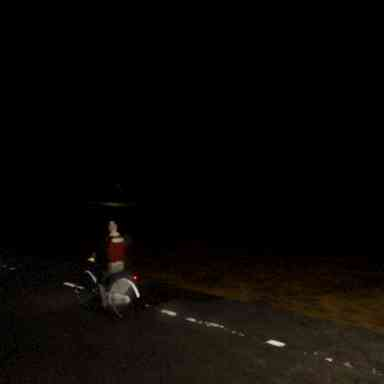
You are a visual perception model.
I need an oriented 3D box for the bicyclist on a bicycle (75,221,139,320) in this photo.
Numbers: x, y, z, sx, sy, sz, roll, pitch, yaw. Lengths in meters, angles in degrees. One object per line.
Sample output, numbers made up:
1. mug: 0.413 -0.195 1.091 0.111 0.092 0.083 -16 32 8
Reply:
1. bicyclist on a bicycle: -1.668 1.426 6.313 1.843 1.776 0.659 0 -1 37
